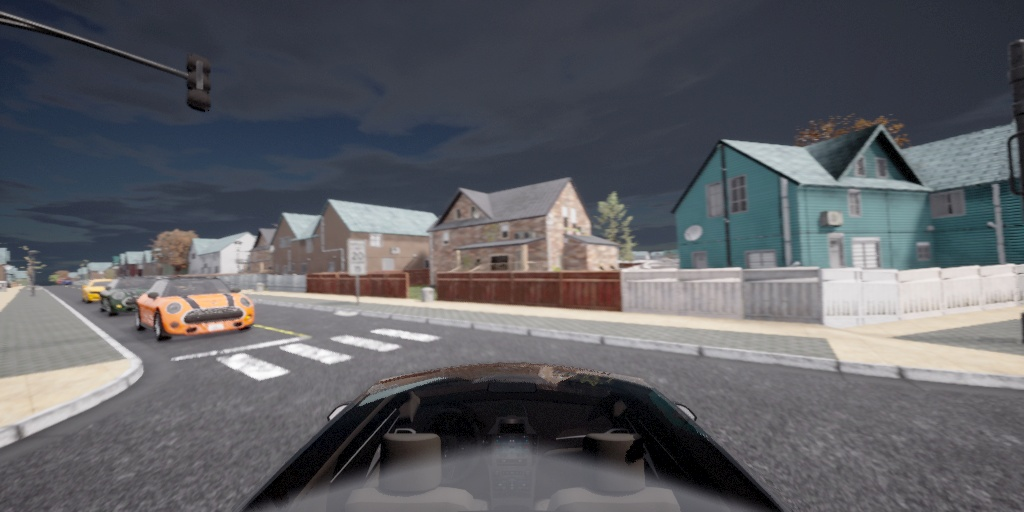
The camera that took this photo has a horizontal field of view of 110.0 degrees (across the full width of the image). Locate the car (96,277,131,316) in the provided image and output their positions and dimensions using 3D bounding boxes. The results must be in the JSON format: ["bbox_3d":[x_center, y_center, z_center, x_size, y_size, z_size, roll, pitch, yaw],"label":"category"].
[{"bbox_3d":[-17.962,1.785,17.197,4.553,1.767,2.097,-2,-2,37],"label":"car"}]

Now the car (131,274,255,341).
[{"bbox_3d":[-9.962,1.445,11.235,4.553,1.767,2.097,-2,-2,37],"label":"car"}]

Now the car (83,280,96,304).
[{"bbox_3d":[-27.676,2.338,24.438,5.008,1.535,1.882,-3,-2,37],"label":"car"}]
